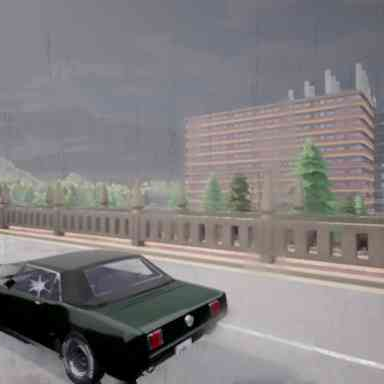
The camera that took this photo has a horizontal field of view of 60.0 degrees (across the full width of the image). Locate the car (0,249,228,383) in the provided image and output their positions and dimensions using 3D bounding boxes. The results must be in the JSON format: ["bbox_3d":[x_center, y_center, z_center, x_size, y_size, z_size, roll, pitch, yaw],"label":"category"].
[{"bbox_3d":[-1.904,1.619,5.350,4.718,1.301,1.895,0,0,35],"label":"car"}]
